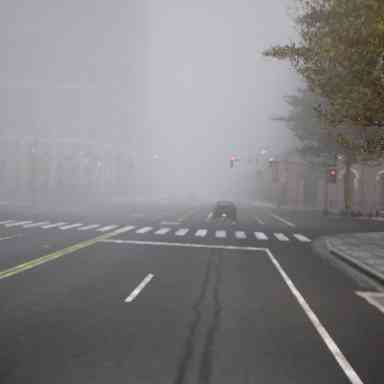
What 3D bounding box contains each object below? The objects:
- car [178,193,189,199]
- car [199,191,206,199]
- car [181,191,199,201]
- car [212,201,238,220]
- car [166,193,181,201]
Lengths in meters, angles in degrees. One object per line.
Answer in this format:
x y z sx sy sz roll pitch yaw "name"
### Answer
-2.088 0.891 81.360 2.033 1.411 5.357 2 0 7 "car"
1.391 1.006 80.990 2.128 1.511 4.902 2 0 7 "car"
-0.361 0.879 65.422 2.097 1.767 4.553 2 0 6 "car"
2.731 1.494 27.716 1.837 1.490 4.892 2 0 6 "car"
-3.859 0.996 65.639 1.895 1.301 4.718 2 0 6 "car"
